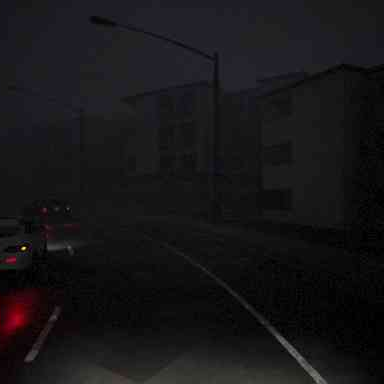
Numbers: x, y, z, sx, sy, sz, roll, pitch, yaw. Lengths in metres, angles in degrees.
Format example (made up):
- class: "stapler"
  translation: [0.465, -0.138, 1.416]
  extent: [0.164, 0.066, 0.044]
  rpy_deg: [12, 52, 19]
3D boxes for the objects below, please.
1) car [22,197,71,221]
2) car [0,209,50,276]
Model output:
- class: "car"
  translation: [-10.603, 1.176, 24.064]
  extent: [2.097, 1.767, 4.553]
  rpy_deg: [-1, 1, -43]
- class: "car"
  translation: [-5.368, 1.462, 9.637]
  extent: [1.812, 1.442, 4.674]
  rpy_deg: [0, 1, -19]
